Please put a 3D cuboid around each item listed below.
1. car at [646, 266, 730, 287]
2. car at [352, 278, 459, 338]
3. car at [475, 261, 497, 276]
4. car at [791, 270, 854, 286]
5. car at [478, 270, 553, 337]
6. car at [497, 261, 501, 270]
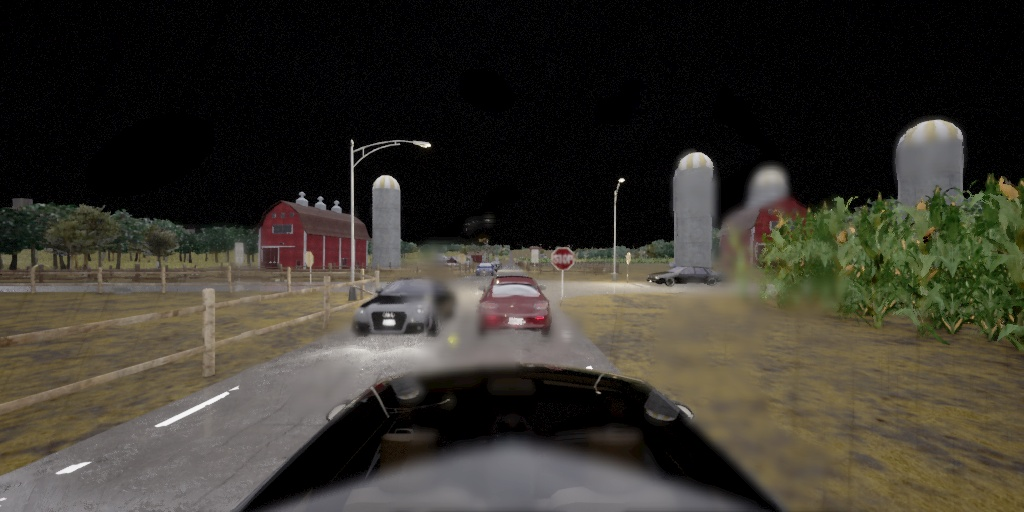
[{"bbox_3d":[12.532,1.420,25.618,5.357,1.411,2.033,0,1,-2],"label":"car"},{"bbox_3d":[-2.747,1.321,10.112,1.994,1.385,4.181,0,0,1],"label":"car"},{"bbox_3d":[-2.920,1.434,39.903,1.812,1.442,4.674,0,0,0],"label":"car"},{"bbox_3d":[22.572,1.530,25.639,4.181,1.385,1.994,1,1,0],"label":"car"},{"bbox_3d":[0.031,1.283,10.210,1.812,1.442,4.674,0,0,-2],"label":"car"},{"bbox_3d":[-2.933,1.532,48.929,1.994,1.385,4.181,0,0,0],"label":"car"}]
